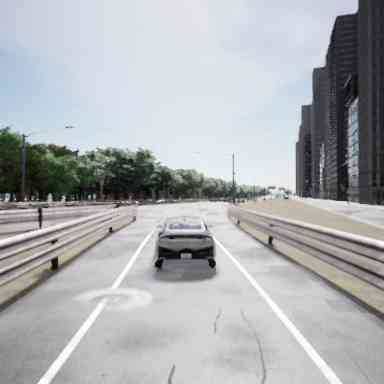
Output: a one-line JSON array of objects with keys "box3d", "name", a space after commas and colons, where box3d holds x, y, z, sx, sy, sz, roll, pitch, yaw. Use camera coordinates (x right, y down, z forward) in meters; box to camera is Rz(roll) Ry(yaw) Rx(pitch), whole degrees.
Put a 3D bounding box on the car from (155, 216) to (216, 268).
[{"box3d": [-0.257, 1.604, 11.772, 2.128, 1.511, 4.902, 0, 0, -2], "name": "car"}]
